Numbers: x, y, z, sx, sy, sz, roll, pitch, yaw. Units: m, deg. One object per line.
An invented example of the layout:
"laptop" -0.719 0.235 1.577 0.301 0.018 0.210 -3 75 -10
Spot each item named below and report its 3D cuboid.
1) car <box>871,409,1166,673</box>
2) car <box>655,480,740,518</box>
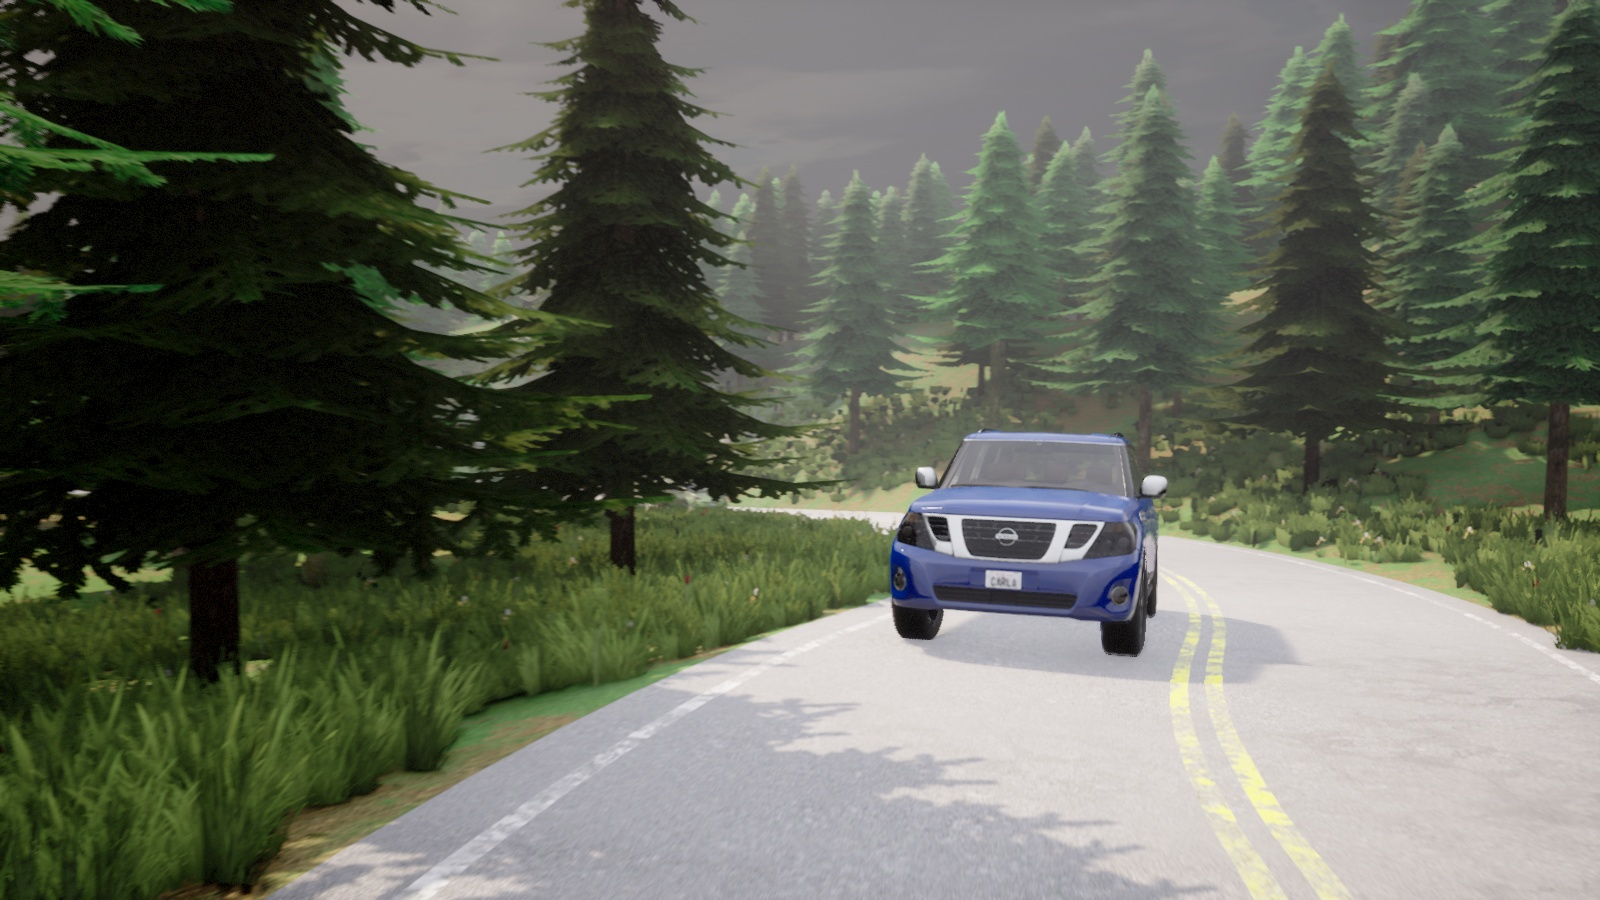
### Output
"car" 2.515 0.775 12.868 2.150 2.045 5.566 1 -1 18
"car" -4.626 2.145 55.948 2.007 1.525 4.514 -2 -1 -30
